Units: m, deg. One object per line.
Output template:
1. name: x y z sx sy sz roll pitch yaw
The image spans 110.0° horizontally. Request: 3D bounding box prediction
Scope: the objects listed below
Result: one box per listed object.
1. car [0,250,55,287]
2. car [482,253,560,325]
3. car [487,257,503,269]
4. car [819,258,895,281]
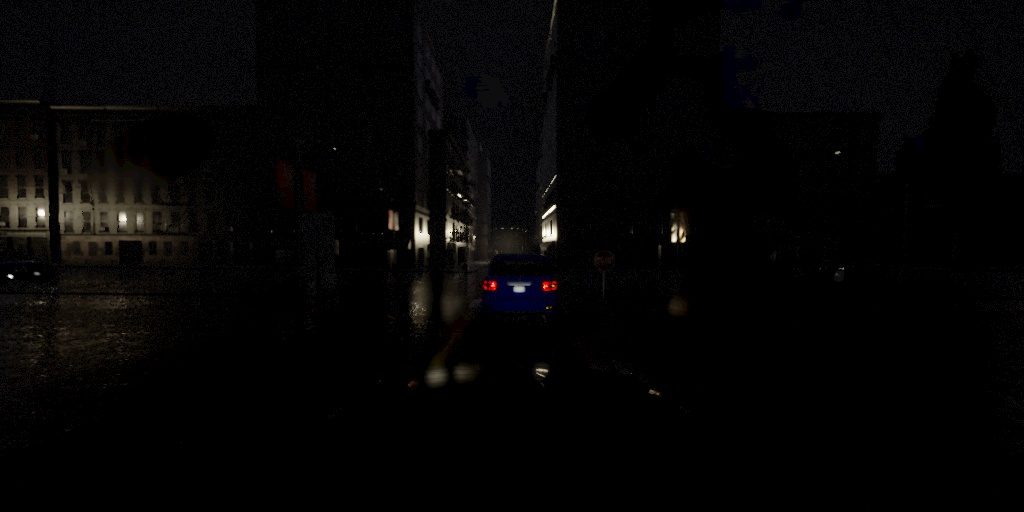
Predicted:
1. car: -30.368 0.640 20.828 5.566 2.045 2.150 1 2 -1
2. car: 0.394 0.933 11.885 2.150 2.045 5.566 0 0 4
3. car: -2.521 1.015 53.708 2.128 1.511 4.902 0 1 0
4. car: 26.783 0.987 27.932 4.553 1.767 2.097 0 2 0
